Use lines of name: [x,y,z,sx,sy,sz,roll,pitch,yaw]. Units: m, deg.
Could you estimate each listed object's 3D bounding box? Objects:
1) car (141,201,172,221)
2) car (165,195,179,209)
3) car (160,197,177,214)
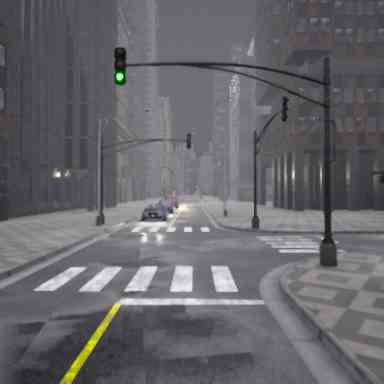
car: [-3.110,1.709,28.506,1.994,1.385,4.181,0,0,0]
car: [-3.106,1.473,49.604,2.150,2.045,5.566,0,0,0]
car: [-3.112,1.675,38.918,1.882,1.535,5.008,0,0,0]
